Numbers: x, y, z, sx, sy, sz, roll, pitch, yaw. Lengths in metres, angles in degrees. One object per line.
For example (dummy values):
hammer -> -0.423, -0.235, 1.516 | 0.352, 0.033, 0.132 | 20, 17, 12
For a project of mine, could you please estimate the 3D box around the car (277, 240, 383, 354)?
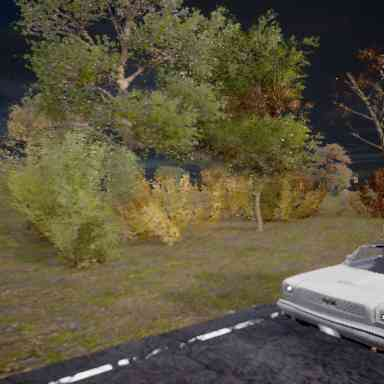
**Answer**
car -> 3.693, 1.576, 5.781 | 4.718, 1.301, 1.895 | 0, 0, -34
